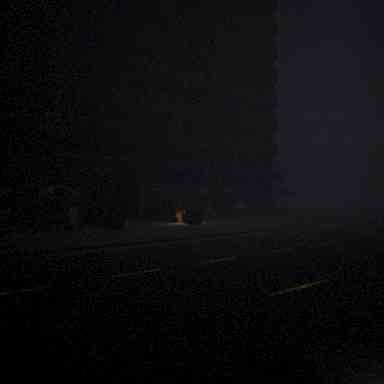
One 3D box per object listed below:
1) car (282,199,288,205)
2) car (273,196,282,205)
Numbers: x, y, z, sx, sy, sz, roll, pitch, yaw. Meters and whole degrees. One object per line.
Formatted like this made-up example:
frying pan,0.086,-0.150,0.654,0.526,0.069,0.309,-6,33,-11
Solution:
car,14.312,1.404,57.054,2.097,1.767,4.553,0,0,-36
car,11.514,1.326,54.951,2.150,2.045,5.566,0,0,-36
